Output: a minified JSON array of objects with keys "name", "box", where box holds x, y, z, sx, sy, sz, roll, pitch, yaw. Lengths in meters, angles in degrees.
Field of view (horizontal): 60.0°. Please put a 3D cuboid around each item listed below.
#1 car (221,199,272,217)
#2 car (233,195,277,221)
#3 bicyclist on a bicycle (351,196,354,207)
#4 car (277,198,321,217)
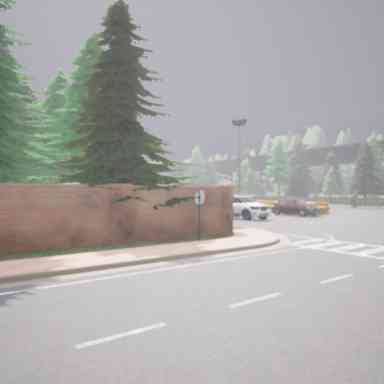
[{"name":"car","box":[5.300,1.552,32.972,2.128,1.511,4.902,0,0,-35]},{"name":"car","box":[4.166,1.274,28.511,2.150,2.045,5.566,0,0,-35]},{"name":"bicyclist on a bicycle","box":[24.379,1.427,50.139,1.656,1.620,0.582,0,0,-35]},{"name":"car","box":[10.130,1.422,32.196,2.097,1.767,4.553,0,0,-35]}]
